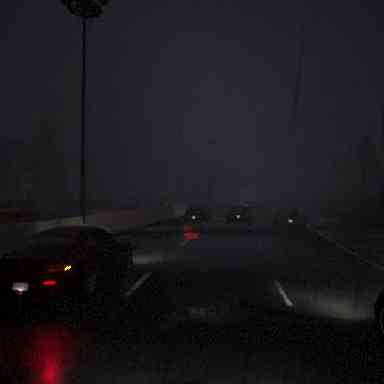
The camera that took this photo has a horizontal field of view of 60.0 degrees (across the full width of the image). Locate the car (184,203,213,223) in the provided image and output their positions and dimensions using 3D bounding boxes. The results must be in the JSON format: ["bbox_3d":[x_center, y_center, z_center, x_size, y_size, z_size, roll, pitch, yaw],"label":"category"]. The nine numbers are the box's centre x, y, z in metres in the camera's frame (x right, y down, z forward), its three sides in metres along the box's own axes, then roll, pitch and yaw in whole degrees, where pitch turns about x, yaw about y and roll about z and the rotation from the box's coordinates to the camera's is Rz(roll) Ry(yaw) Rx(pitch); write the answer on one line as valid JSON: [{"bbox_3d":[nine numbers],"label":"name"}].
[{"bbox_3d":[0.636,1.760,28.540,1.837,1.490,4.892,0,0,12],"label":"car"}]

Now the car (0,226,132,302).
[{"bbox_3d":[-2.906,1.578,8.371,1.812,1.442,4.674,0,0,5],"label":"car"}]

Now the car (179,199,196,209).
[{"bbox_3d":[-0.699,1.998,56.713,1.837,1.490,4.892,0,0,13],"label":"car"}]

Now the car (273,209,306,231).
[{"bbox_3d":[6.578,1.812,22.729,1.994,1.385,4.181,0,0,12],"label":"car"}]

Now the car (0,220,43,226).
[{"bbox_3d":[-9.175,1.550,15.908,1.882,1.535,5.008,0,-1,9],"label":"car"}]

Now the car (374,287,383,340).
[{"bbox_3d":[3.756,1.584,3.377,1.812,1.442,4.674,0,0,2],"label":"car"}]

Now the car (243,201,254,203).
[{"bbox_3d":[7.721,1.943,45.103,2.128,1.511,4.902,0,0,12],"label":"car"}]

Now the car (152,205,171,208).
[{"bbox_3d":[-4.895,1.787,53.868,2.097,1.767,4.553,0,-1,12],"label":"car"}]

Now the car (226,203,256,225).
[{"bbox_3d":[3.875,1.828,26.851,1.994,1.385,4.181,0,0,12],"label":"car"}]
